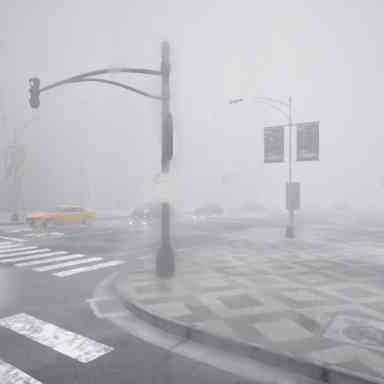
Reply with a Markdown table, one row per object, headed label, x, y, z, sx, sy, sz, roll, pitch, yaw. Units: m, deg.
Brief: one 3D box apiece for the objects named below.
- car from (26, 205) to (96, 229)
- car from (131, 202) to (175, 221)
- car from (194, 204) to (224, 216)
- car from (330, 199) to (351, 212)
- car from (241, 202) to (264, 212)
| label | x | y | z | sx | sy | sz | roll | pitch | yaw |
| --- | --- | --- | --- | --- | --- | --- | --- | --- | --- |
| car | -9.191 | 1.703 | 23.696 | 1.882 | 1.535 | 5.008 | 0 | -1 | 34 |
| car | -3.634 | 1.717 | 31.544 | 2.097 | 1.767 | 4.553 | 0 | -1 | 35 |
| car | 2.070 | 2.073 | 39.606 | 1.994 | 1.385 | 4.181 | 0 | -1 | 35 |
| car | 24.501 | 2.382 | 54.136 | 2.128 | 1.511 | 4.902 | 0 | -1 | 35 |
| car | 8.984 | 2.191 | 49.291 | 1.837 | 1.490 | 4.892 | 0 | -1 | 36 |
